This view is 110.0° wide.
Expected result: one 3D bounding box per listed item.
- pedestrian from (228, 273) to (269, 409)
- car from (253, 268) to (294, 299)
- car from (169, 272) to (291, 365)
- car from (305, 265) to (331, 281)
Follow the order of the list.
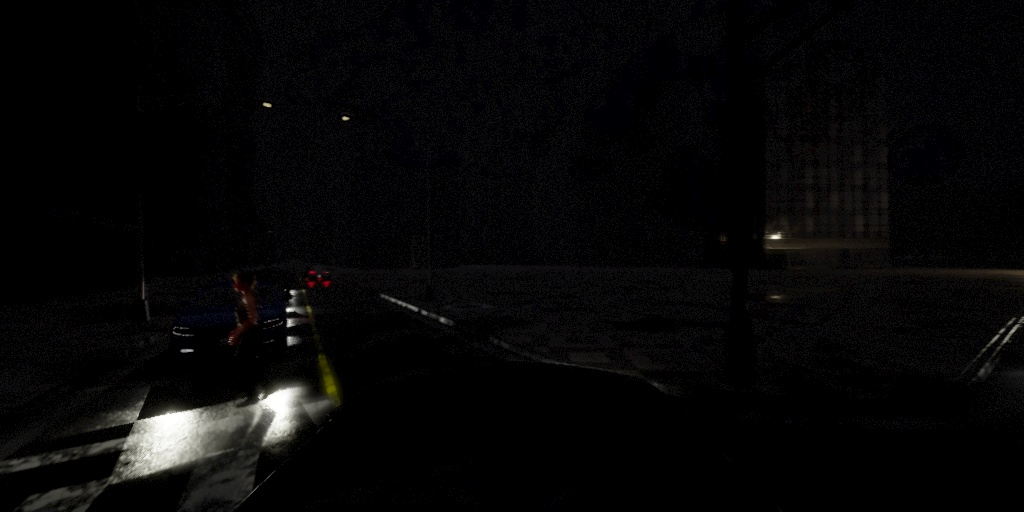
[{"bbox_3d":[-3.584,1.097,4.887,0.375,1.860,0.375,0,-1,-31],"label":"pedestrian"},{"bbox_3d":[-11.904,1.500,17.516,1.837,1.490,4.892,0,0,-31],"label":"car"},{"bbox_3d":[-6.632,1.346,8.798,1.882,1.535,5.008,0,0,-32],"label":"car"},{"bbox_3d":[-19.914,1.753,36.867,1.812,1.442,4.674,0,0,-30],"label":"car"}]
